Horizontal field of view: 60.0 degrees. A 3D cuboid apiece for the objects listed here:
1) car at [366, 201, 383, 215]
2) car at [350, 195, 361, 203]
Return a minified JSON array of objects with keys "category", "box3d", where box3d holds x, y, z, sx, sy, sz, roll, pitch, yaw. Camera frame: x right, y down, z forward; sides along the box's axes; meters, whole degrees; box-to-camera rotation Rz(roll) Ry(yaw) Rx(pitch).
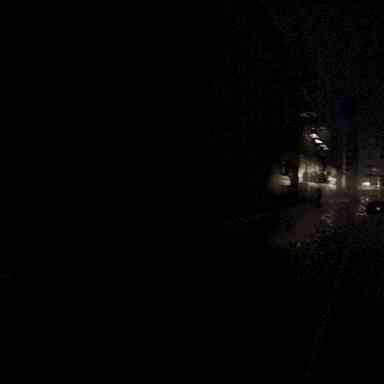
[{"category":"car","box3d":[18.781,1.561,33.659,1.994,1.385,4.181,0,0,28]},{"category":"car","box3d":[34.551,1.437,70.294,1.882,1.535,5.008,0,0,28]}]
